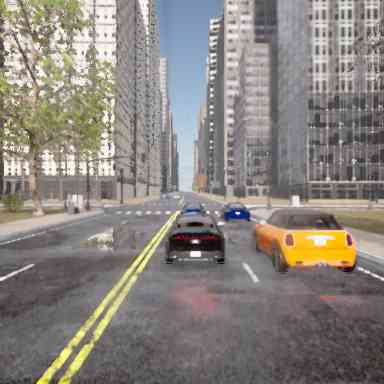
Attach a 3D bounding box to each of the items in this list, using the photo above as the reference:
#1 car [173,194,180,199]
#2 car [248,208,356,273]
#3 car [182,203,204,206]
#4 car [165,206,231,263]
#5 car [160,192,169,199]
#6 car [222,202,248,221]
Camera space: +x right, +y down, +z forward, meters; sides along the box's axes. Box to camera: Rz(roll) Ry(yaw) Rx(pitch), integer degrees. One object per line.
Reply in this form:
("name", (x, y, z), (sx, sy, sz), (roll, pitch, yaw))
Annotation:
("car", (-4.245, 1.265, 90.471), (1.812, 1.442, 4.674), (0, 0, -1))
("car", (3.350, 1.329, 10.813), (2.097, 1.767, 4.553), (0, 0, 0))
("car", (0.102, 1.506, 26.068), (1.994, 1.385, 4.181), (0, 0, 0))
("car", (0.102, 1.482, 11.807), (1.837, 1.490, 4.892), (0, 1, 0))
("car", (-7.494, 0.965, 90.385), (2.150, 2.045, 5.566), (0, 0, -1))
("car", (3.351, 1.506, 26.229), (1.994, 1.385, 4.181), (0, 0, 0))
